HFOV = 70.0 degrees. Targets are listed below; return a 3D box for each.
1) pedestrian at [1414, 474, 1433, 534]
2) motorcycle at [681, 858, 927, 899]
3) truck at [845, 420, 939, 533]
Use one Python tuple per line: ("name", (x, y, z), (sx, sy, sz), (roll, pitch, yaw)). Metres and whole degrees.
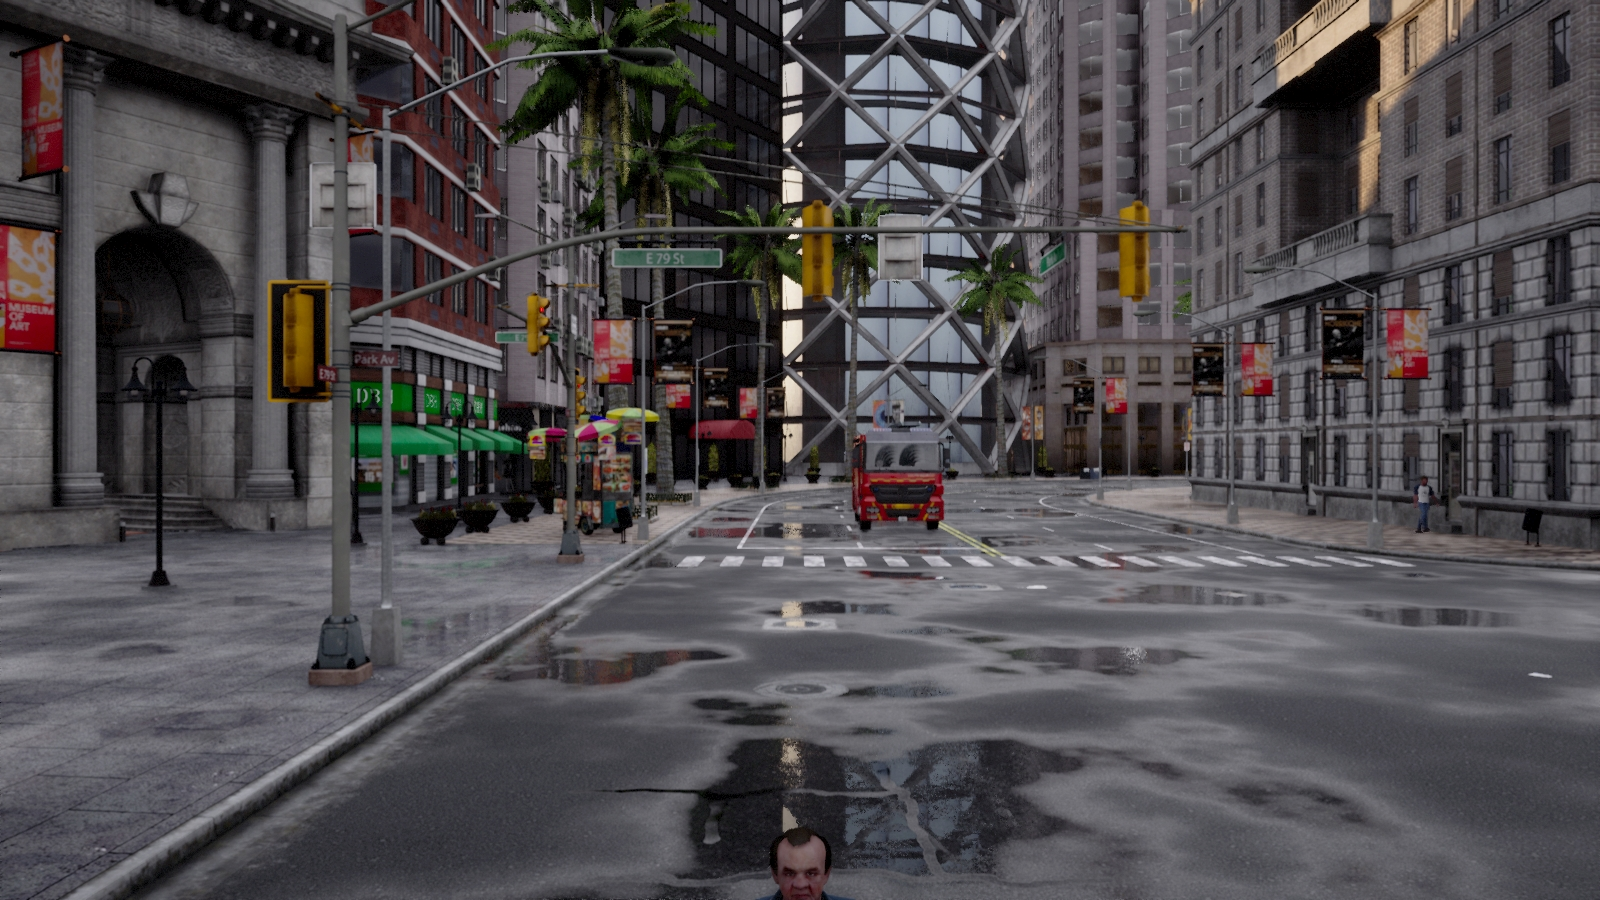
("pedestrian", (19.547, 1.691, 35.812), (0.375, 1.860, 0.375), (0, 0, 0))
("motorcycle", (0.013, 2.181, 3.478), (0.856, 1.236, 1.805), (0, 0, 0))
("truck", (3.282, 0.884, 42.846), (2.891, 3.827, 8.468), (0, 0, 0))
